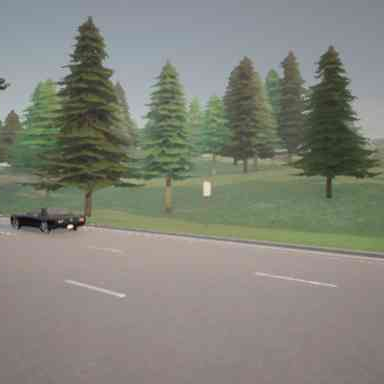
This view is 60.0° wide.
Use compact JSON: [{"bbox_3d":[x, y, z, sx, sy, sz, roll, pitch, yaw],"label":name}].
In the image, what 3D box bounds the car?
[{"bbox_3d":[-8.040,1.472,18.325,4.718,1.301,1.895,1,0,35],"label":"car"}]
